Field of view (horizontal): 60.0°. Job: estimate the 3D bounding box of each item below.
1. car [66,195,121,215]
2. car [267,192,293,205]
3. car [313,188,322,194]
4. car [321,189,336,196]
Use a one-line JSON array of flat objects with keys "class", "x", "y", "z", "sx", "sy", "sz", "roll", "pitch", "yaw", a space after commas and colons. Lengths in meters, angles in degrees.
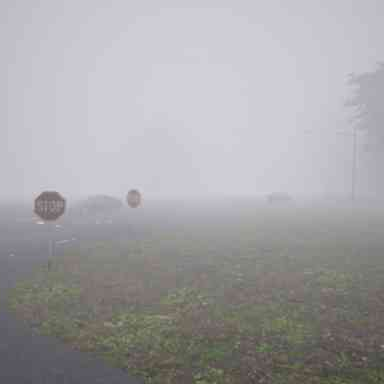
[{"class": "car", "x": -7.951, "y": 1.031, "z": 26.883, "sx": 2.128, "sy": 1.511, "sz": 4.902, "roll": 2, "pitch": 3, "yaw": 36}, {"class": "car", "x": 10.972, "y": 0.700, "z": 41.255, "sx": 1.882, "sy": 1.535, "sz": 5.008, "roll": 2, "pitch": 3, "yaw": 36}, {"class": "car", "x": 31.250, "y": -0.156, "z": 81.543, "sx": 1.812, "sy": 1.442, "sz": 4.674, "roll": 2, "pitch": 2, "yaw": 36}, {"class": "car", "x": 29.761, "y": 0.117, "z": 71.838, "sx": 1.994, "sy": 1.385, "sz": 4.181, "roll": 2, "pitch": 2, "yaw": 29}]
